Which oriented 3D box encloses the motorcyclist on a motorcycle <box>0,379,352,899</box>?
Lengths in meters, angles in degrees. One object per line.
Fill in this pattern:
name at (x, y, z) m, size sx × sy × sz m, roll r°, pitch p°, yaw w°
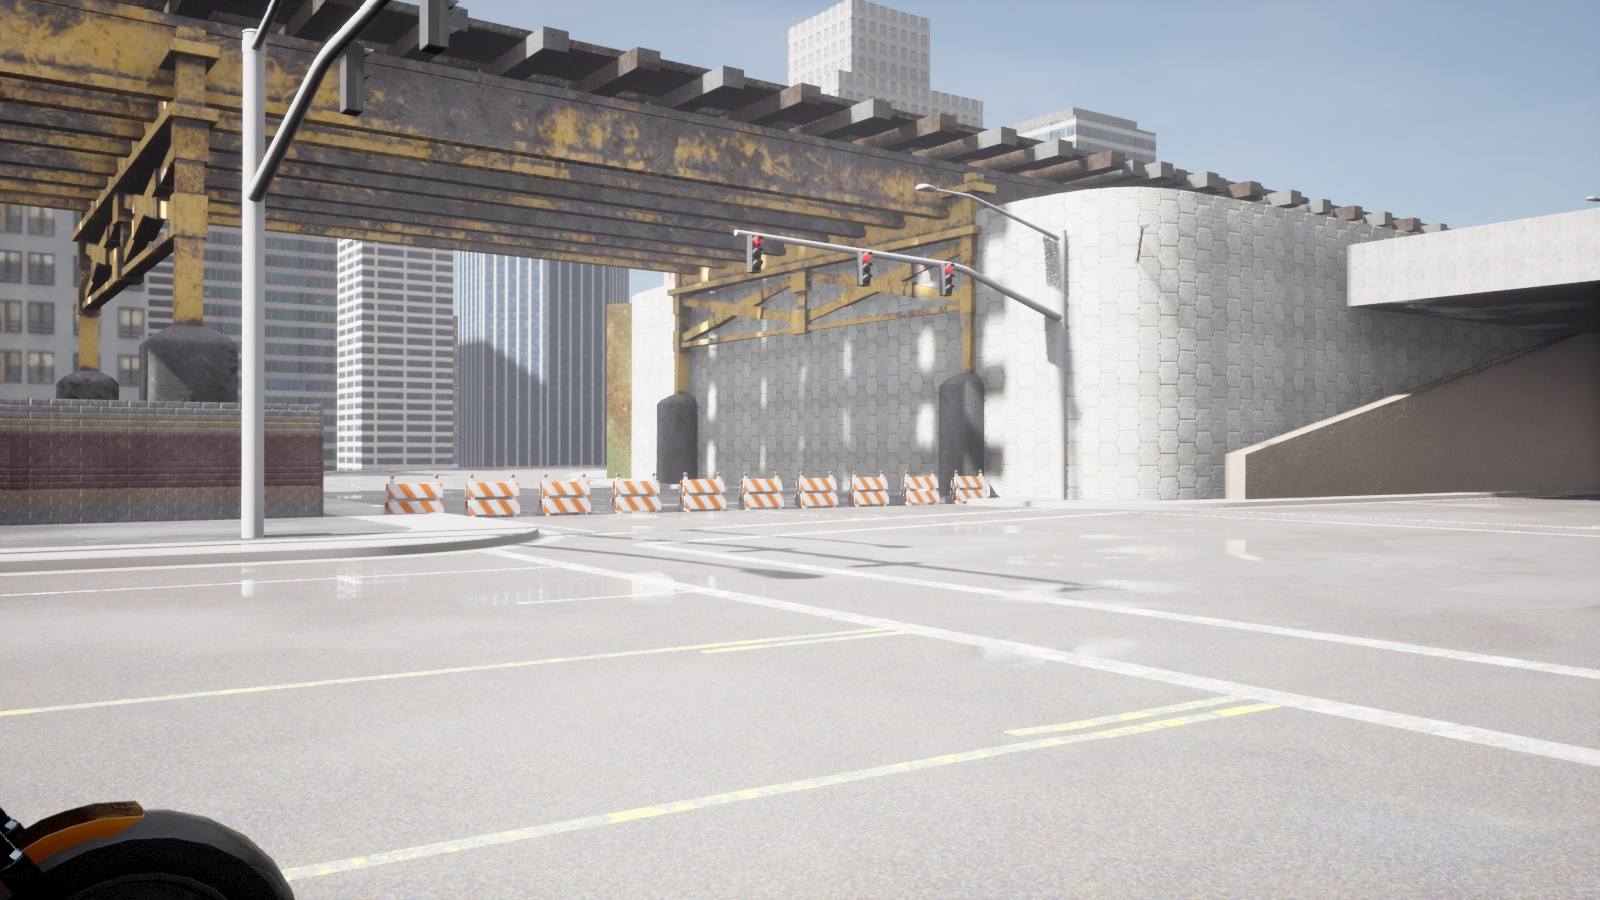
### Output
motorcyclist on a motorcycle at (-2.106, 0.704, 2.231) m, size 2.350 × 1.649 × 0.766 m, roll -1°, pitch 0°, yaw -34°
